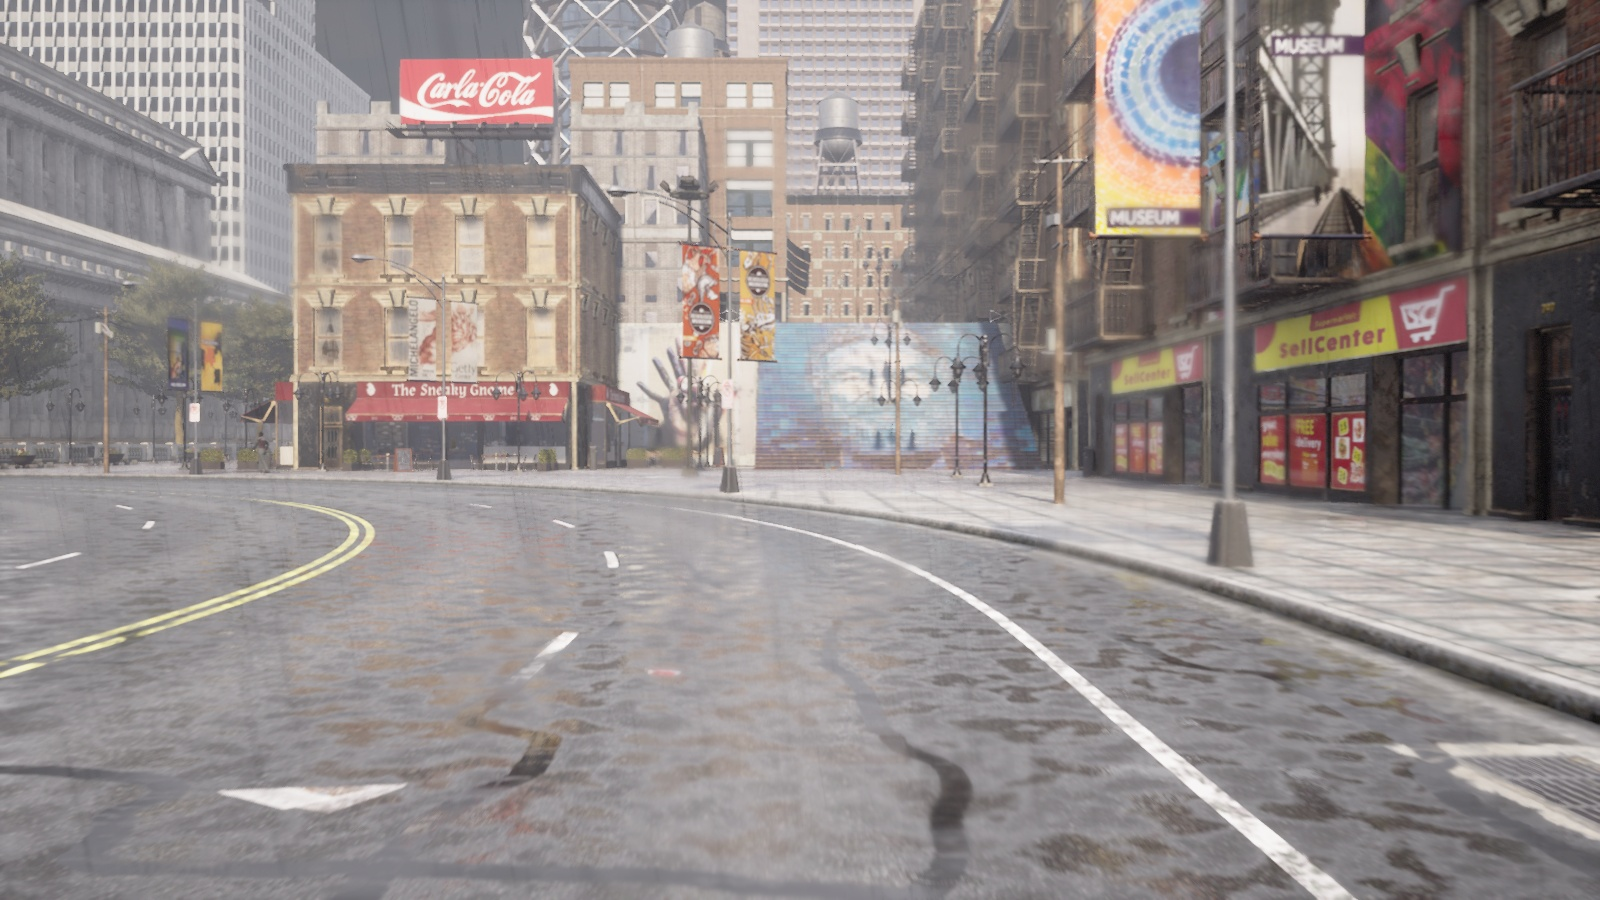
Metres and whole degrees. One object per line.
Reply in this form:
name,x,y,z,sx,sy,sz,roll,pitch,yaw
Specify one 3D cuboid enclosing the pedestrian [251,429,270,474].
pedestrian,-23.607,0.060,54.990,0.666,1.930,0.402,0,0,16
